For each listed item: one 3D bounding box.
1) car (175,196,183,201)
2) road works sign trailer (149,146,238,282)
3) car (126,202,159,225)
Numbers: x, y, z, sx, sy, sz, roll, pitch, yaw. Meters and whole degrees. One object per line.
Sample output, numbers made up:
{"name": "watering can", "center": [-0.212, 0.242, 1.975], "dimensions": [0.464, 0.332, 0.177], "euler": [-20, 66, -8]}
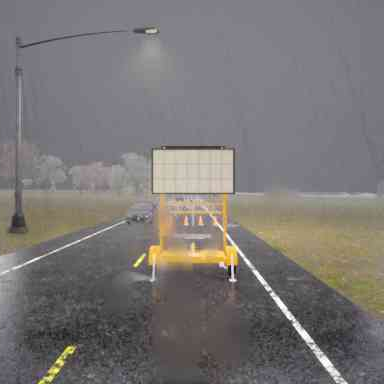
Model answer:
{"name": "car", "center": [-3.196, 1.566, 83.325], "dimensions": [1.994, 1.385, 4.181], "euler": [0, 0, 0]}
{"name": "road works sign trailer", "center": [0.034, 0.465, 9.769], "dimensions": [2.380, 3.560, 2.880], "euler": [0, 0, 0]}
{"name": "car", "center": [-3.514, 1.506, 24.211], "dimensions": [1.837, 1.490, 4.892], "euler": [0, 0, 0]}
